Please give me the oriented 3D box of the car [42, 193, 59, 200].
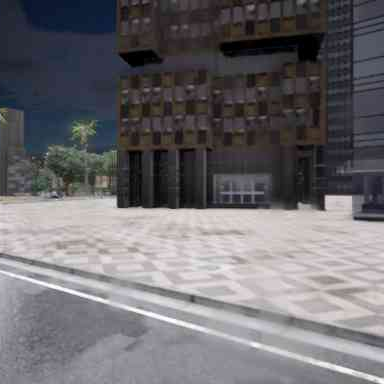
[{"bbox_3d":[-34.633,0.943,81.542,2.097,1.767,4.553,0,1,10],"label":"car"}]
